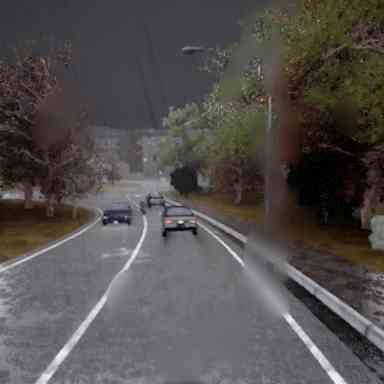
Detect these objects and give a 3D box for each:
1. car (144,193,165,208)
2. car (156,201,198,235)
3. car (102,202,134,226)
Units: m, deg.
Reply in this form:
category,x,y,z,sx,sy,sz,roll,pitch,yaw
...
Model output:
category,x,y,z,sx,sy,sz,roll,pitch,yaw
car,-4.102,0.844,36.300,2.128,1.511,4.902,-1,3,-14
car,-0.815,1.465,18.409,2.033,1.411,5.357,-1,0,-6
car,-5.054,1.433,23.172,2.033,1.411,5.357,-1,1,-8
